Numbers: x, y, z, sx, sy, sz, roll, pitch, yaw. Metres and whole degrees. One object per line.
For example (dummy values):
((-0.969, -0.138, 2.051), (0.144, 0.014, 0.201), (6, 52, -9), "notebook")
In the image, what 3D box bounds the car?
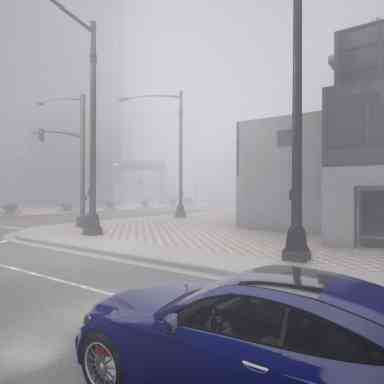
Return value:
((0.774, 1.528, 3.443), (4.674, 1.442, 1.812), (0, 0, 36), "car")
